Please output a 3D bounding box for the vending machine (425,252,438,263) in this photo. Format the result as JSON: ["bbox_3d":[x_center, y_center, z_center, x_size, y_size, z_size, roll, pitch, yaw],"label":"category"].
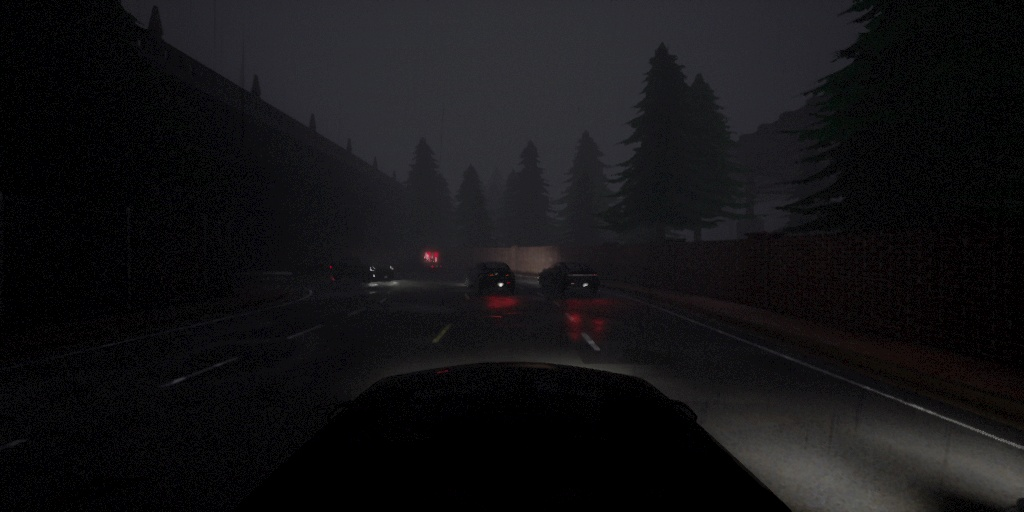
[{"bbox_3d":[-8.269,0.555,36.964,0.880,2.100,1.100,0,0,25],"label":"vending machine"}]

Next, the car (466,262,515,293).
[{"bbox_3d":[-1.228,1.060,19.253,1.837,1.490,4.892,1,0,-16],"label":"car"}]

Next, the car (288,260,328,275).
[{"bbox_3d":[-17.990,1.008,32.762,4.718,1.301,1.895,0,1,16],"label":"car"}]

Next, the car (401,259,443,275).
[{"bbox_3d":[-8.987,0.950,33.133,5.357,1.411,2.033,0,1,26],"label":"car"}]

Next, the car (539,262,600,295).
[{"bbox_3d":[2.796,1.056,18.381,2.128,1.511,4.902,0,1,-11],"label":"car"}]

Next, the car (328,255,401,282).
[{"bbox_3d":[-10.496,0.839,25.492,4.553,1.767,2.097,0,1,30],"label":"car"}]
